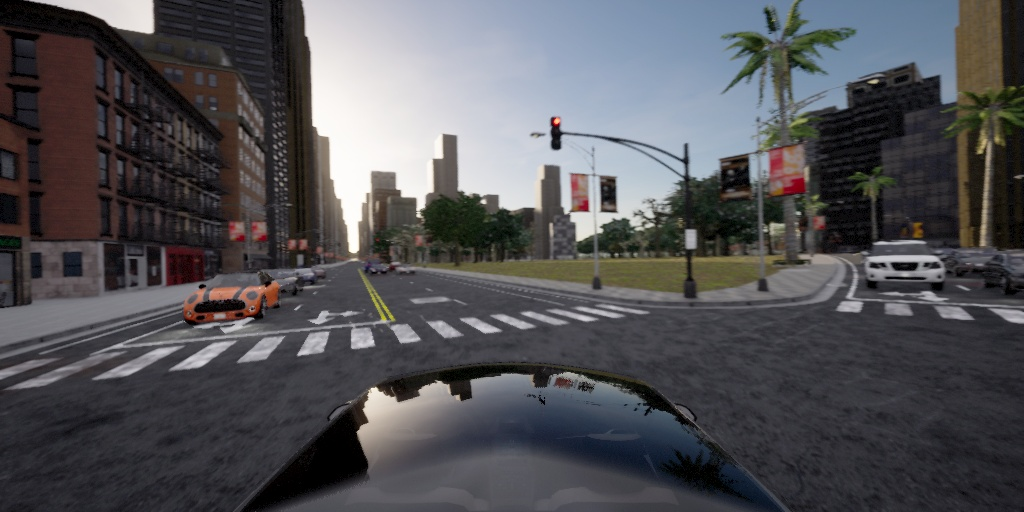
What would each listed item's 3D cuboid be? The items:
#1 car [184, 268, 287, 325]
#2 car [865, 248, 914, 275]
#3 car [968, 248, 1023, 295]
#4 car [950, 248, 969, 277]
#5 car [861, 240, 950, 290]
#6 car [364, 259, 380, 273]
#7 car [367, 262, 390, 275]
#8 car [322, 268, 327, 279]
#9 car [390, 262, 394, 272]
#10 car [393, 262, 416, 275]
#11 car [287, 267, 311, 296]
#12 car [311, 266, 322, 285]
[{"bbox_3d":[-10.252,1.367,13.518,2.097,1.767,4.553,-2,0,-24],"label":"car"},{"bbox_3d":[24.275,0.306,23.232,1.882,1.535,5.008,-2,0,43],"label":"car"},{"bbox_3d":[18.801,0.564,12.935,2.128,1.511,4.902,-2,0,45],"label":"car"},{"bbox_3d":[25.255,0.310,19.552,2.128,1.511,4.902,-2,0,44],"label":"car"},{"bbox_3d":[17.508,0.318,16.242,2.150,2.045,5.566,-2,0,44],"label":"car"},{"bbox_3d":[-21.178,1.492,54.690,2.150,2.045,5.566,-2,0,-24],"label":"car"},{"bbox_3d":[-17.087,1.768,45.671,1.895,1.301,4.718,-2,0,-24],"label":"car"},{"bbox_3d":[-21.840,1.866,39.924,1.994,1.385,4.181,-2,0,-24],"label":"car"},{"bbox_3d":[-18.031,1.662,55.619,1.882,1.535,5.008,-2,0,-24],"label":"car"},{"bbox_3d":[-13.660,1.674,45.946,1.895,1.301,4.718,-2,0,-24],"label":"car"},{"bbox_3d":[-13.964,1.598,21.957,2.128,1.511,4.902,-2,0,-24],"label":"car"},{"bbox_3d":[-17.878,1.729,30.844,1.812,1.442,4.674,-2,0,-23],"label":"car"}]
